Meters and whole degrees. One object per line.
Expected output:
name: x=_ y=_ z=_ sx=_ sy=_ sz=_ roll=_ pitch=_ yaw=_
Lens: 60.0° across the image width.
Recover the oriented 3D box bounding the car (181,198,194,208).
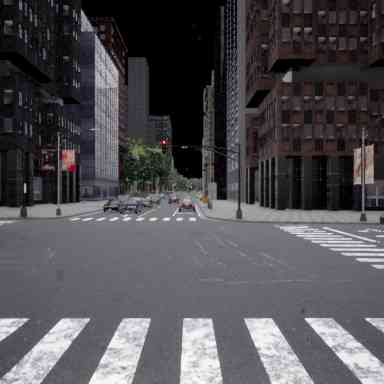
car: x=-0.632 y=1.614 z=49.910 sx=1.802 sy=1.307 sz=4.206 roll=0 pitch=0 yaw=0

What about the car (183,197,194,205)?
car: x=-0.693 y=1.602 z=60.760 sx=1.887 sy=1.381 sz=4.507 roll=0 pitch=0 yaw=0

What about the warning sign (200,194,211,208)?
warning sign: x=1.718 y=1.131 z=42.744 sx=1.300 sy=1.860 sz=1.060 roll=0 pitch=0 yaw=0

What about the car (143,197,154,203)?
car: x=-9.278 y=1.668 z=71.572 sx=1.802 sy=1.307 sz=4.206 roll=0 pitch=0 yaw=0

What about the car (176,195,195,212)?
car: x=-0.572 y=1.448 z=39.061 sx=1.967 sy=1.590 sz=4.097 roll=0 pitch=0 yaw=0

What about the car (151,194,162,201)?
car: x=-9.370 y=1.448 z=87.850 sx=2.192 sy=1.841 sz=5.009 roll=0 pitch=0 yaw=0

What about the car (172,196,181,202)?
car: x=-3.535 y=1.582 z=75.638 sx=1.812 sy=1.442 sz=4.674 roll=0 pitch=0 yaw=0

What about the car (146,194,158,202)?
car: x=-9.309 y=1.416 z=76.998 sx=2.192 sy=1.841 sz=5.009 roll=0 pitch=0 yaw=0

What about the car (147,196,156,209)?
car: x=-6.474 y=1.585 z=45.449 sx=1.994 sy=1.385 sz=4.181 roll=0 pitch=0 yaw=-1

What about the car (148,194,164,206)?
car: x=-6.515 y=1.555 z=57.797 sx=1.837 sy=1.490 sz=4.892 roll=0 pitch=0 yaw=0

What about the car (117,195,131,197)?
car: x=-9.128 y=1.335 z=44.443 sx=2.192 sy=1.841 sz=5.009 roll=0 pitch=0 yaw=0

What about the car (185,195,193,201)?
car: x=-0.844 y=1.573 z=87.885 sx=1.967 sy=1.590 sz=4.097 roll=0 pitch=0 yaw=0

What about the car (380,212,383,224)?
car: x=14.997 y=1.457 z=21.005 sx=5.566 sy=2.045 sz=2.150 roll=1 pitch=0 yaw=0

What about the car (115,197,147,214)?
car: x=-6.421 y=1.547 z=35.494 sx=2.033 sy=1.411 sz=5.357 roll=0 pitch=0 yaw=-1

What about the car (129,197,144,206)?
car: x=-9.186 y=1.569 z=55.124 sx=1.752 sy=1.417 sz=4.829 roll=0 pitch=0 yaw=0

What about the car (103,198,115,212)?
car: x=-9.097 y=1.573 z=39.016 sx=1.947 sy=1.339 sz=4.313 roll=0 pitch=0 yaw=0

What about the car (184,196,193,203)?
car: x=-0.754 y=1.611 z=71.780 sx=1.752 sy=1.417 sz=4.829 roll=0 pitch=0 yaw=0

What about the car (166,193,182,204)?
car: x=-3.480 y=1.422 z=65.600 sx=2.097 sy=1.767 sz=4.553 roll=0 pitch=0 yaw=0
